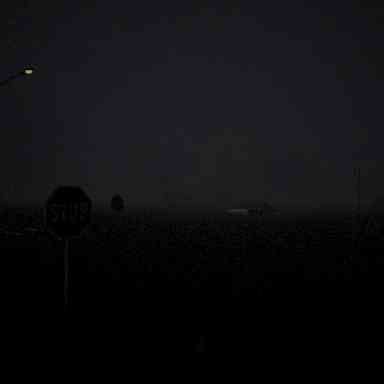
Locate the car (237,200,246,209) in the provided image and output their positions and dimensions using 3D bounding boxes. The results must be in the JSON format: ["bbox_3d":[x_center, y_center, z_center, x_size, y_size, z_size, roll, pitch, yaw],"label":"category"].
[{"bbox_3d":[8.976,2.077,53.530,1.882,1.535,5.008,1,1,36],"label":"car"}]

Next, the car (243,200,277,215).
[{"bbox_3d":[8.771,2.067,41.288,2.033,1.411,5.357,1,0,36],"label":"car"}]
